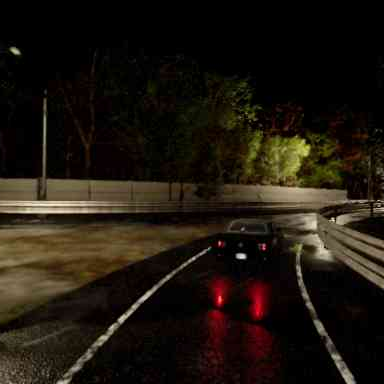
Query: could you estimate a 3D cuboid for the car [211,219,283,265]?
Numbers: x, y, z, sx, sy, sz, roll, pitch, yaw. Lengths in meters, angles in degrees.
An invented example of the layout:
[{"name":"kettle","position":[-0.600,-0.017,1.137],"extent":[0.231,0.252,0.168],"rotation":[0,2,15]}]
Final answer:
[{"name":"car","position":[2.204,1.619,11.946],"extent":[1.895,1.301,4.718],"rotation":[1,0,19]}]
